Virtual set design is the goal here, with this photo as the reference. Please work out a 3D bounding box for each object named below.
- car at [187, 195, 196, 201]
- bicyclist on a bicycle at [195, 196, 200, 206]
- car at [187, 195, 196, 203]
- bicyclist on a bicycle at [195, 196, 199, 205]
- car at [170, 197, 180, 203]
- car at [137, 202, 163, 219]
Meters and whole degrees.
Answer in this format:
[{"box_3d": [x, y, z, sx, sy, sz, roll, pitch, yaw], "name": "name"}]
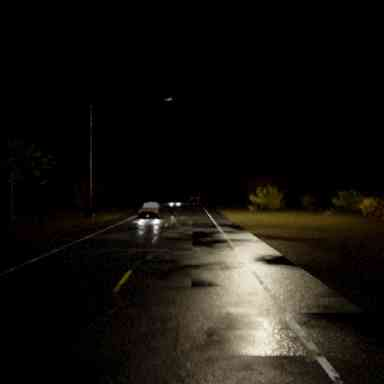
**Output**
[{"box_3d": [-0.114, 1.508, 80.645, 2.033, 1.411, 5.357, 0, 0, 0], "name": "car"}, {"box_3d": [0.890, 1.429, 49.528, 0.659, 1.776, 1.843, 0, 0, 0], "name": "bicyclist on a bicycle"}, {"box_3d": [-0.104, 1.580, 70.457, 2.128, 1.511, 4.902, 0, 0, 0], "name": "car"}, {"box_3d": [0.879, 1.510, 58.603, 0.582, 1.620, 1.656, 0, 0, 0], "name": "bicyclist on a bicycle"}, {"box_3d": [-3.605, 1.634, 71.559, 1.895, 1.301, 4.718, 0, 0, 0], "name": "car"}, {"box_3d": [-3.643, 1.594, 30.007, 2.033, 1.411, 5.357, 0, 0, 0], "name": "car"}]
